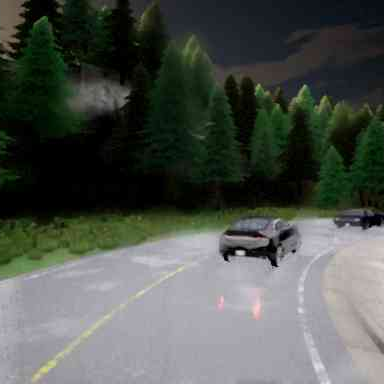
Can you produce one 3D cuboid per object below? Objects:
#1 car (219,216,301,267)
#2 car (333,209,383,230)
[{"bbox_3d":[2.589,1.609,11.980,2.128,1.511,4.902,0,-1,29],"label":"car"},{"bbox_3d":[11.554,1.820,22.860,4.718,1.301,1.895,1,-1,-44],"label":"car"}]
